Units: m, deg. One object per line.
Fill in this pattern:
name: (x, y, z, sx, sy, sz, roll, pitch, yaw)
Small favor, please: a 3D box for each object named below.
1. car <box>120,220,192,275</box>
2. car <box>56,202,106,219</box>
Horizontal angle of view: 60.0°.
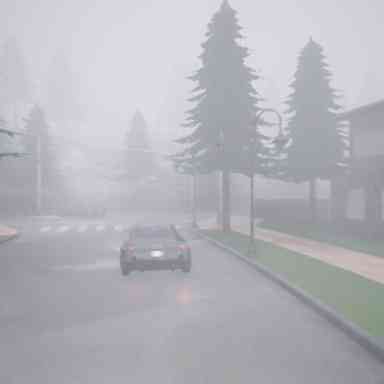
car: (-1.235, 1.572, 10.594, 1.994, 1.385, 4.181, 0, 0, -10)
car: (-9.321, 1.495, 27.906, 4.181, 1.385, 1.994, 0, 0, 25)
